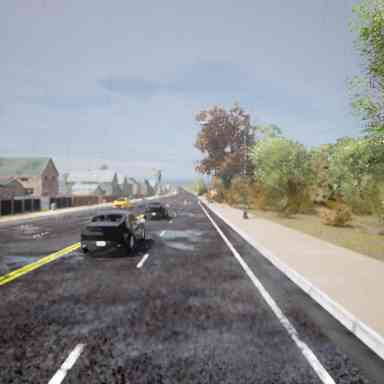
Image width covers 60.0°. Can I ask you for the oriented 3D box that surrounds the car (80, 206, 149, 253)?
[{"bbox_3d":[-3.152,1.540,13.922,1.837,1.490,4.892,0,0,0],"label":"car"}]

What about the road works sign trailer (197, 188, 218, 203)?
[{"bbox_3d":[2.654,0.022,64.145,3.560,2.880,2.380,10,-46,-49],"label":"road works sign trailer"}]

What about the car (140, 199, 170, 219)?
[{"bbox_3d":[-3.157,1.579,29.950,1.837,1.490,4.892,0,0,0],"label":"car"}]

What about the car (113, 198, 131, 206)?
[{"bbox_3d":[-9.837,1.583,47.026,1.882,1.535,5.008,0,0,0],"label":"car"}]

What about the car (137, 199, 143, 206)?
[{"bbox_3d":[-6.588,1.655,47.861,2.033,1.411,5.357,0,0,0],"label":"car"}]
